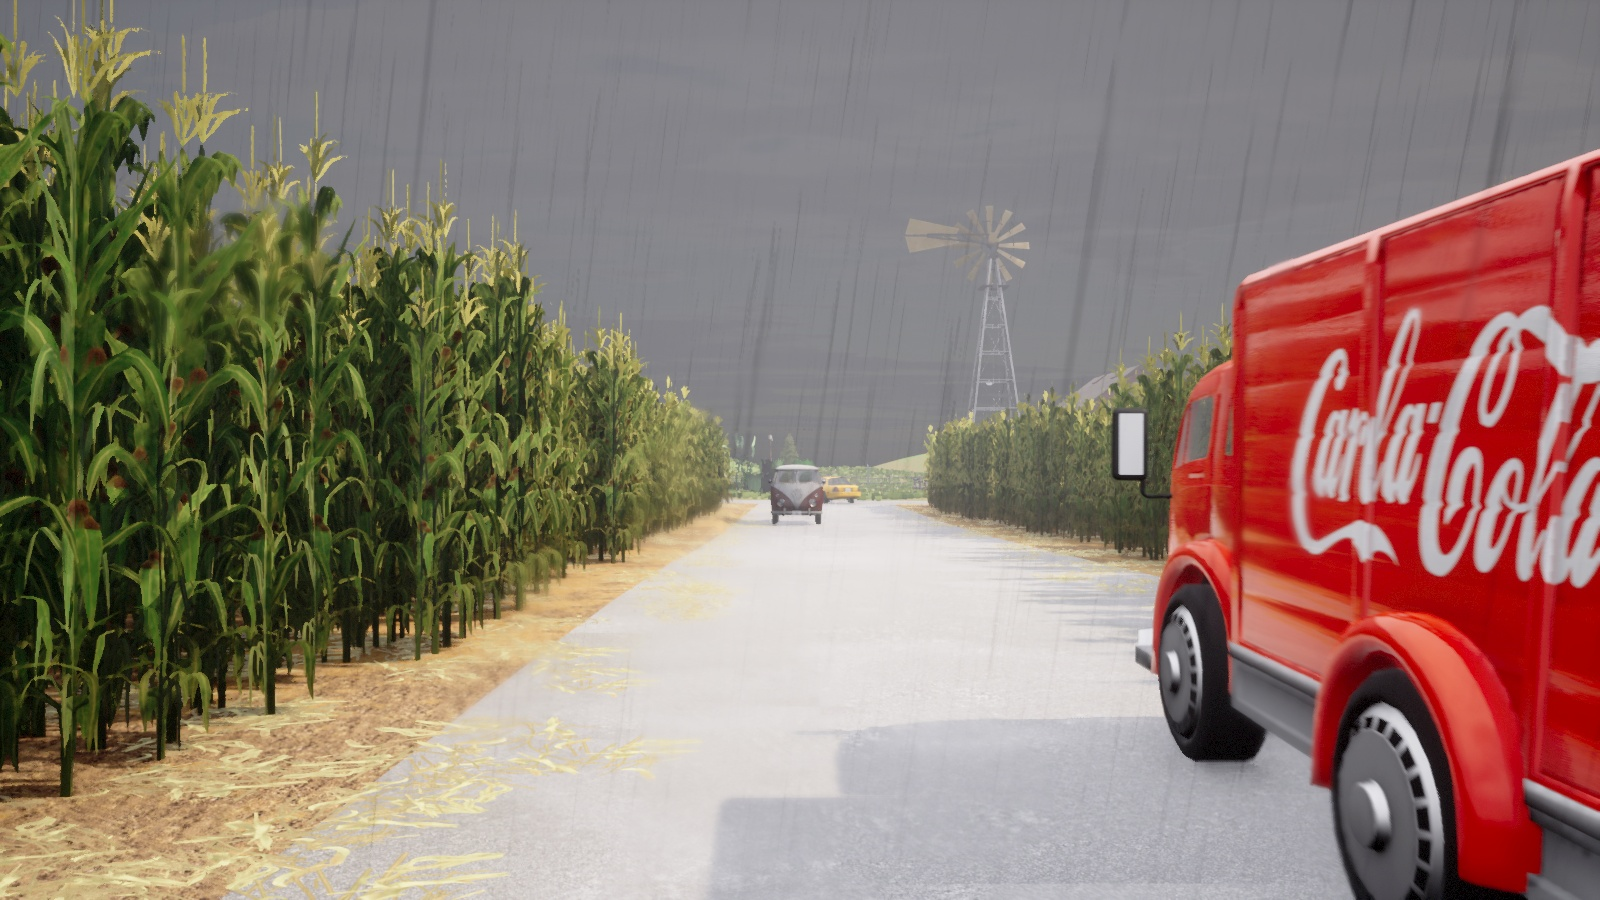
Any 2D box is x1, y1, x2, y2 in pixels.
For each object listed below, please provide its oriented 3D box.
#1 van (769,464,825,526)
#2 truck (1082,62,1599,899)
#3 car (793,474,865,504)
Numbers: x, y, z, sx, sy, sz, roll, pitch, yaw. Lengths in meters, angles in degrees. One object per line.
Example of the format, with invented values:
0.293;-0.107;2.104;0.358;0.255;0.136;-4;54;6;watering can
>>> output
-0.094;1.494;42.548;1.775;1.987;4.442;0;-1;0;van
3.086;0.378;5.234;2.627;2.467;5.204;0;0;0;truck
1.566;2.122;69.953;1.801;1.575;5.366;0;-1;-25;car
